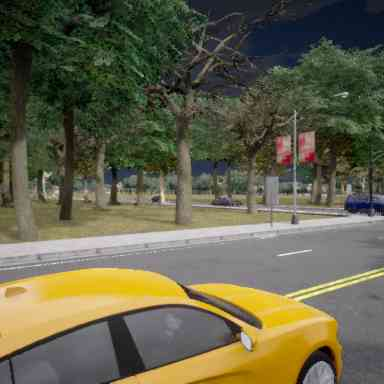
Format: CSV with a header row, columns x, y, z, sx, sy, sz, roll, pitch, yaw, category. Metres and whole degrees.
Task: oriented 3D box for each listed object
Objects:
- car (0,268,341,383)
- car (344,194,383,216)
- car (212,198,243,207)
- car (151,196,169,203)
x,y,z,sx,sy,sz,roll,pitch,yaw,category
-0.650,1.478,2.976,5.008,1.535,1.882,0,0,-36,car
17.219,1.216,31.413,2.150,2.045,5.566,0,0,-29,car
5.154,1.517,48.880,2.033,1.411,5.357,0,0,-35,car
-6.333,1.488,65.140,1.837,1.490,4.892,0,0,-36,car
